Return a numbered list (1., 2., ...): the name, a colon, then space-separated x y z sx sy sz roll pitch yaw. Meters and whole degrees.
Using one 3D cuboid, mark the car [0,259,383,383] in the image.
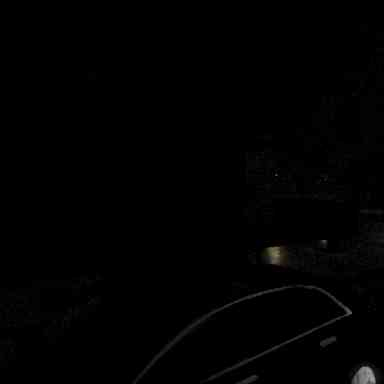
1. car: -0.094 1.498 2.989 4.892 1.490 1.837 0 0 -35
